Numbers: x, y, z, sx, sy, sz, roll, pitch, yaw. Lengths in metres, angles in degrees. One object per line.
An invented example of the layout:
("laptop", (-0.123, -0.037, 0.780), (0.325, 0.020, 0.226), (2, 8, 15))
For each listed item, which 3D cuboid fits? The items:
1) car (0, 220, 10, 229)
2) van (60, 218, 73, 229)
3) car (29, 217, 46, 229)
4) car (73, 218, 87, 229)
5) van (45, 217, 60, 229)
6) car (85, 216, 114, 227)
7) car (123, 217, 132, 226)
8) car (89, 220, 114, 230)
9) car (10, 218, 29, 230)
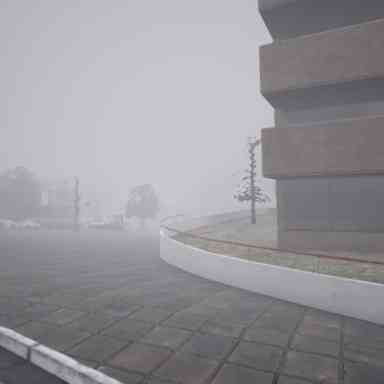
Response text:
("car", (-29.000, 4.606, 47.172), (4.674, 1.452, 2.002), (0, -6, 5))
("van", (-23.754, 5.493, 58.098), (4.442, 1.987, 1.878), (0, -6, 5))
("car", (-26.627, 5.140, 52.648), (5.366, 1.575, 1.946), (0, -6, 5))
("car", (-22.580, 6.006, 60.797), (4.892, 1.521, 2.231), (0, -6, 5))
("van", (-25.039, 5.205, 55.370), (4.442, 1.987, 1.878), (0, -6, 5))
("car", (-18.761, 6.617, 68.986), (5.566, 2.045, 2.435), (0, -6, 5))
("car", (-18.775, 8.465, 90.682), (2.163, 1.488, 4.792), (0, 1, 10))
("car", (-16.321, 6.328, 61.891), (1.895, 1.301, 4.718), (-2, -6, 25))
("car", (-27.730, 4.894, 49.906), (4.674, 1.452, 2.002), (0, -6, 5))
